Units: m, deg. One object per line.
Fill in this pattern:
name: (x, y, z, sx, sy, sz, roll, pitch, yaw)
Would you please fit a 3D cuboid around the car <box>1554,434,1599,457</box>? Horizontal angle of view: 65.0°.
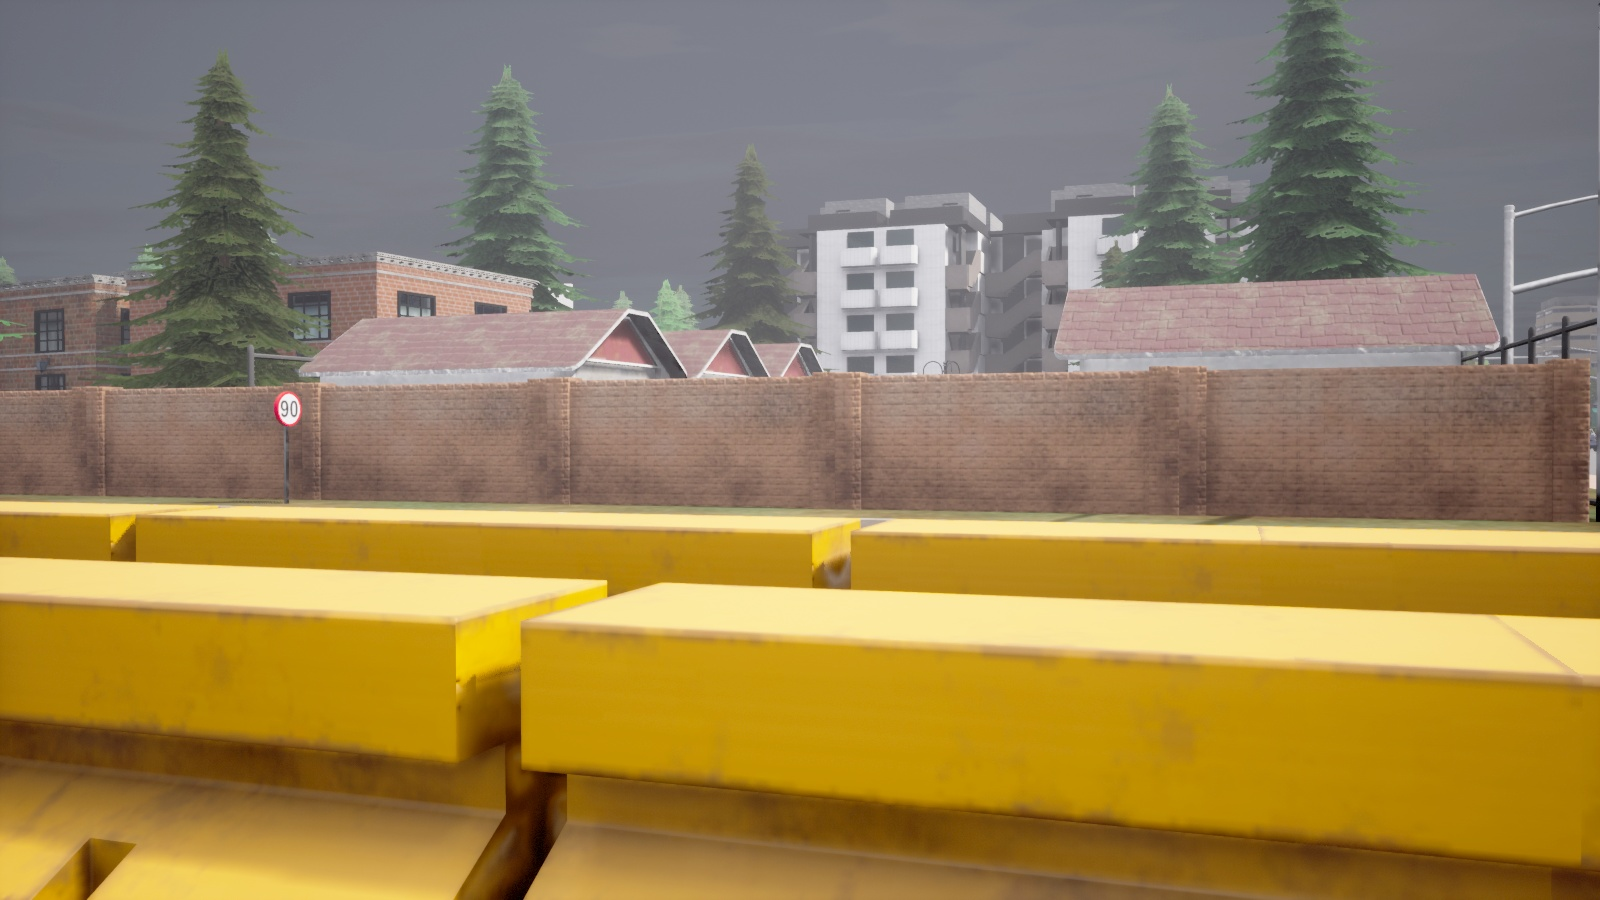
car: (50.429, -0.323, 81.439, 1.970, 1.475, 3.806, 1, 1, 20)
